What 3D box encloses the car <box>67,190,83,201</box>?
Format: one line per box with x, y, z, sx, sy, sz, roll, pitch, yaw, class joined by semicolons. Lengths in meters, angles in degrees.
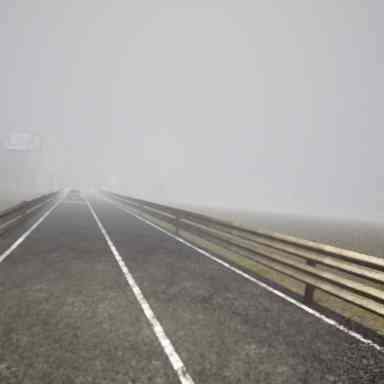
-15.808;0.416;44.894;1.812;1.442;4.674;4;0;-19;car
